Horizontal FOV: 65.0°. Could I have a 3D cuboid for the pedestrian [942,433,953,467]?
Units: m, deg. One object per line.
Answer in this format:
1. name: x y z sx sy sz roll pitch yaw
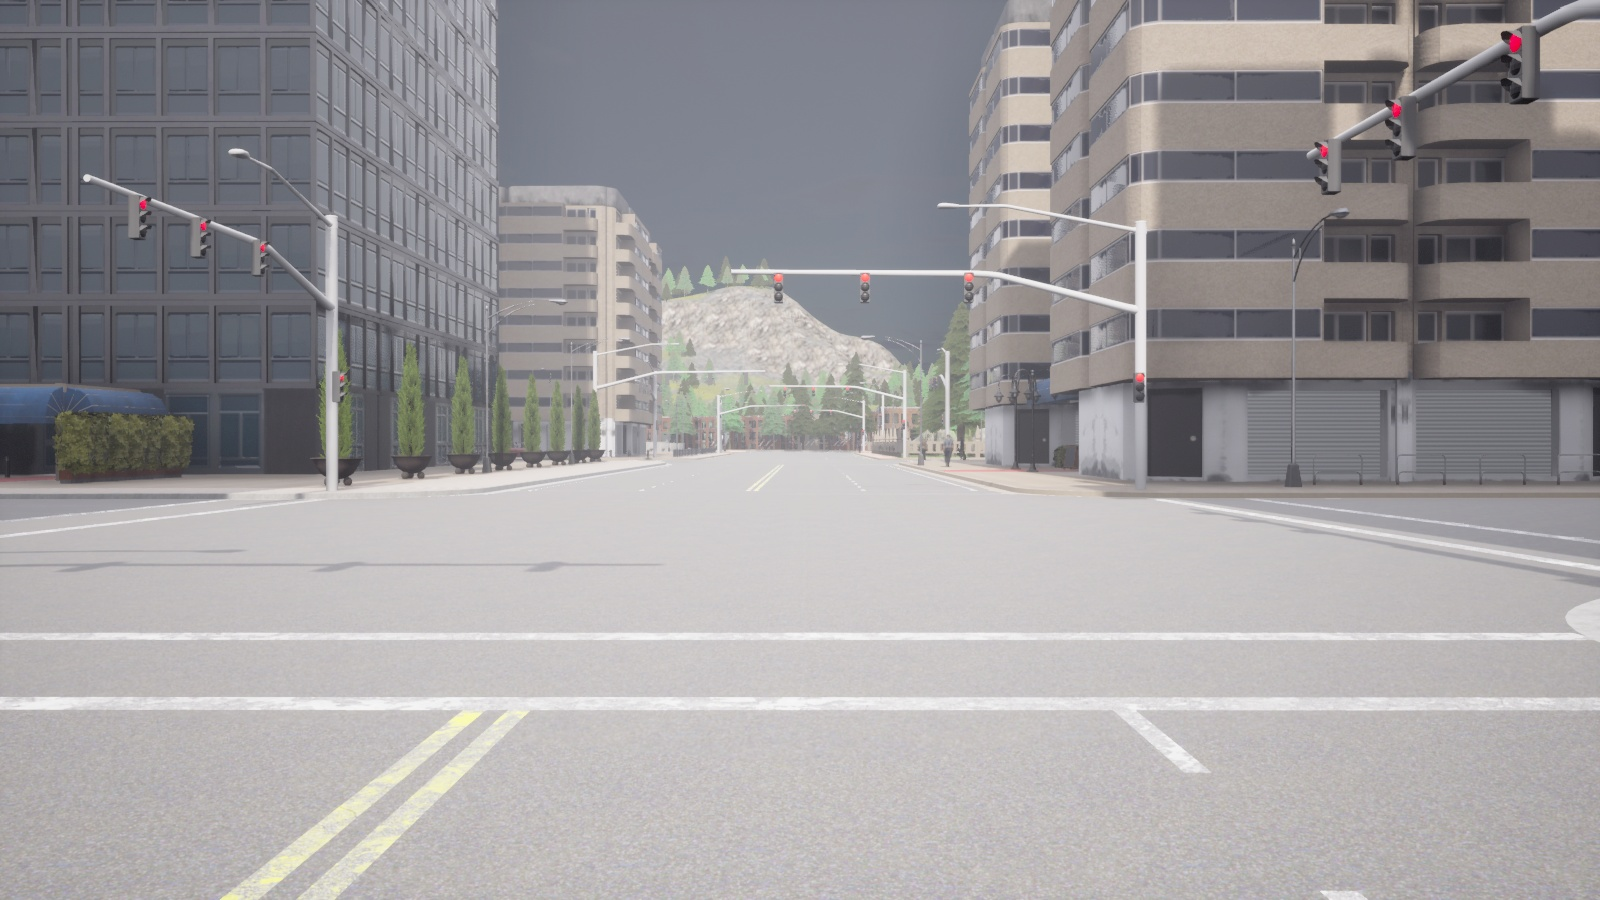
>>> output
1. pedestrian: 8.100 0.020 68.892 0.540 1.848 0.694 0 0 1
